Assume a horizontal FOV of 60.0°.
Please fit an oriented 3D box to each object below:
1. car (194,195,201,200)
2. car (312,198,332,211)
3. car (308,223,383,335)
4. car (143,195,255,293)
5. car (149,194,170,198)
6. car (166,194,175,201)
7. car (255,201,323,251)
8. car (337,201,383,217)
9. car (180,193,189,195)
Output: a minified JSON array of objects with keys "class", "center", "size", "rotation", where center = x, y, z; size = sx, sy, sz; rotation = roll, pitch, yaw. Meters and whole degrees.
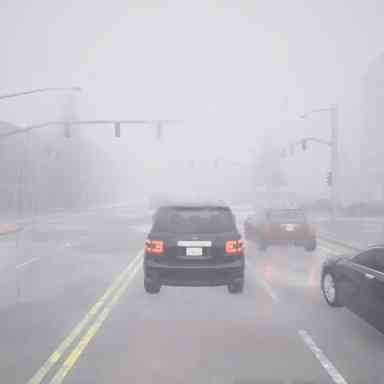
[{"class":"car","center":[1.467,1.563,90.364],"size":[1.994,1.385,4.181],"rotation":[0,0,-1]},{"class":"car","center":[14.438,1.509,37.562],"size":[4.892,1.490,1.837],"rotation":[0,0,-2]},{"class":"car","center":[3.607,1.505,5.081],"size":[1.837,1.490,4.892],"rotation":[0,0,0]},{"class":"car","center":[0.054,1.223,8.984],"size":[2.150,2.045,5.566],"rotation":[0,0,0]},{"class":"car","center":[-4.368,1.225,43.901],"size":[2.150,2.045,5.566],"rotation":[0,0,-3]},{"class":"car","center":[-5.362,1.319,83.183],"size":[1.882,1.535,5.008],"rotation":[0,0,-1]},{"class":"car","center":[3.535,1.354,14.162],"size":[2.097,1.767,4.553],"rotation":[0,0,0]},{"class":"car","center":[16.179,1.604,30.375],"size":[4.718,1.301,1.895],"rotation":[0,0,-2]},{"class":"car","center":[-1.790,1.505,80.218],"size":[1.837,1.490,4.892],"rotation":[0,0,-1]}]
